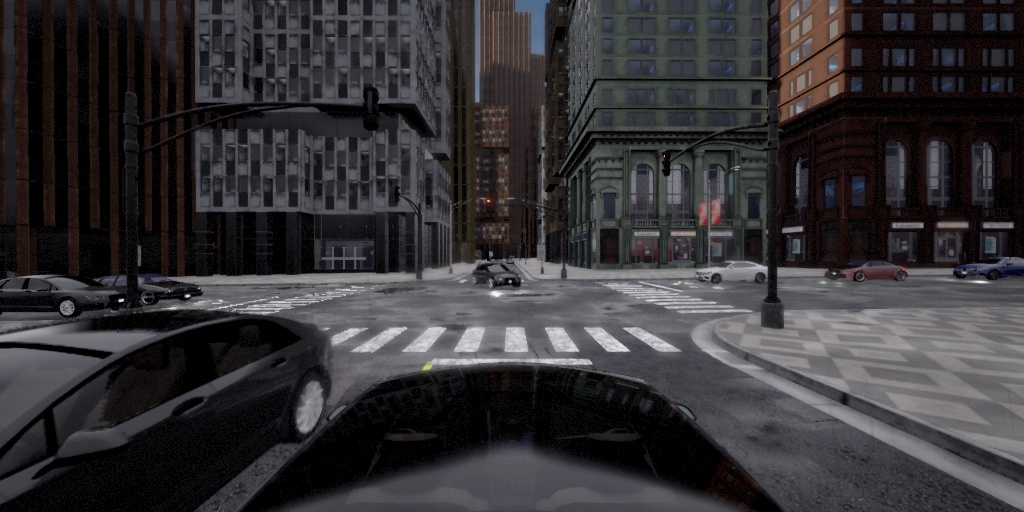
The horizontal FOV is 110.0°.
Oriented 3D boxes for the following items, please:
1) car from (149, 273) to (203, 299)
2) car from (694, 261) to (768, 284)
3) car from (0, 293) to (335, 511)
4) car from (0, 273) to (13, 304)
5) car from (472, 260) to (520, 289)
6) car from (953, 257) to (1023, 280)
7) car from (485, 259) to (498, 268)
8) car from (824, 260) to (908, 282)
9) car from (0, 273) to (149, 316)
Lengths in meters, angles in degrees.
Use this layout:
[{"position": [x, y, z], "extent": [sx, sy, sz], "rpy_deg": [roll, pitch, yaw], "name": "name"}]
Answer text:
[{"position": [-17.867, 1.524, 17.046], "extent": [5.357, 1.411, 2.033], "rpy_deg": [-1, 0, 5], "name": "car"}, {"position": [14.594, 1.037, 23.787], "extent": [4.674, 1.442, 1.812], "rpy_deg": [-1, 0, -1], "name": "car"}, {"position": [-3.102, 1.255, 2.529], "extent": [1.837, 1.490, 4.892], "rpy_deg": [0, 0, 0], "name": "car"}, {"position": [-27.353, 1.610, 16.963], "extent": [4.892, 1.490, 1.837], "rpy_deg": [-1, 0, 0], "name": "car"}, {"position": [-1.168, 1.250, 23.338], "extent": [1.837, 1.490, 4.892], "rpy_deg": [-2, 1, -26], "name": "car"}, {"position": [32.375, 0.811, 23.836], "extent": [4.674, 1.442, 1.812], "rpy_deg": [-1, 0, -1], "name": "car"}, {"position": [-3.437, 1.198, 60.213], "extent": [1.837, 1.490, 4.892], "rpy_deg": [0, 0, 0], "name": "car"}, {"position": [23.416, 0.962, 23.812], "extent": [4.181, 1.385, 1.994], "rpy_deg": [-1, 0, 0], "name": "car"}, {"position": [-17.423, 1.492, 13.740], "extent": [4.892, 1.490, 1.837], "rpy_deg": [-1, 0, 0], "name": "car"}]
